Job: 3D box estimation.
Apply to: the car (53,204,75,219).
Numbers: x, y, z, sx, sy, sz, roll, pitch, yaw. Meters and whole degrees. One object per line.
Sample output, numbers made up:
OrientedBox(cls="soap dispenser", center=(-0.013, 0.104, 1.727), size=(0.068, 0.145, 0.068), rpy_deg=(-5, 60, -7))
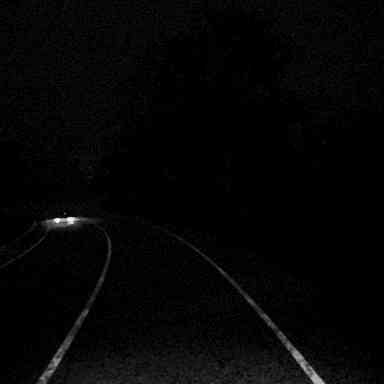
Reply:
OrientedBox(cls="car", center=(-13.431, 1.974, 34.808), size=(1.994, 1.385, 4.181), rpy_deg=(-3, 0, -25))
